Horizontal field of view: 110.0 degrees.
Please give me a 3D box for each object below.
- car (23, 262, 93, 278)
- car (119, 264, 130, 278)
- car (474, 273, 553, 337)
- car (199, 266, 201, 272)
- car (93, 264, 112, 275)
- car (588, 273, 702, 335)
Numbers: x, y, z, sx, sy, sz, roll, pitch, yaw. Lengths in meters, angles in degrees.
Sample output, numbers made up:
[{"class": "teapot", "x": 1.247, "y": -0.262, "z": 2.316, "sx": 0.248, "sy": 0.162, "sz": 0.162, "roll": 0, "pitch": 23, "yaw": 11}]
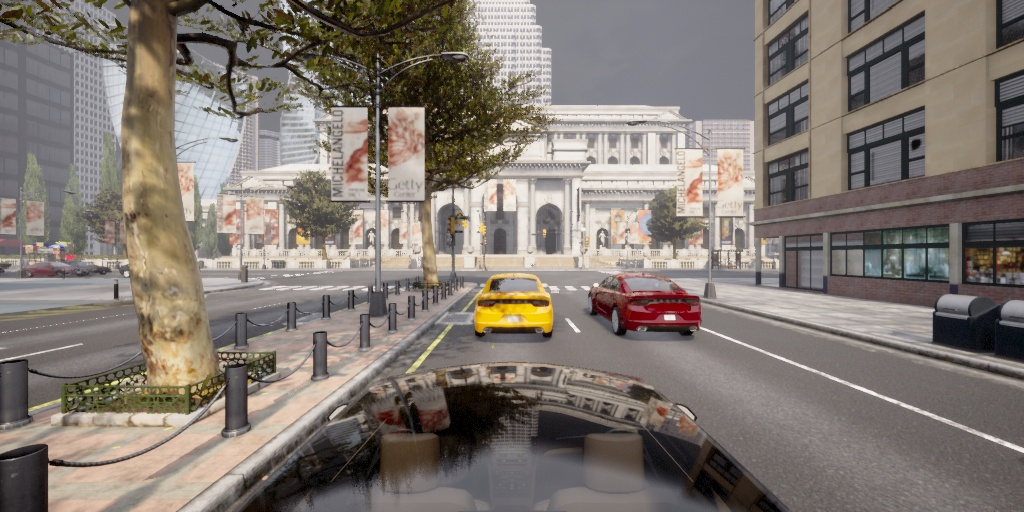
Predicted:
[{"class": "car", "x": -43.381, "y": 1.276, "z": 33.967, "sx": 4.674, "sy": 1.442, "sz": 1.812, "roll": 0, "pitch": 0, "yaw": -1}, {"class": "car", "x": -34.182, "y": 1.255, "z": 34.000, "sx": 4.892, "sy": 1.490, "sz": 1.837, "roll": 0, "pitch": 0, "yaw": 0}, {"class": "car", "x": 0.055, "y": 1.228, "z": 10.338, "sx": 1.882, "sy": 1.535, "sz": 5.008, "roll": 0, "pitch": 0, "yaw": 0}, {"class": "car", "x": -35.480, "y": 1.228, "z": 37.499, "sx": 5.008, "sy": 1.535, "sz": 1.882, "roll": 0, "pitch": 0, "yaw": 0}, {"class": "car", "x": -45.304, "y": 1.297, "z": 37.460, "sx": 5.357, "sy": 1.411, "sz": 2.033, "roll": 0, "pitch": 0, "yaw": 0}, {"class": "car", "x": 3.557, "y": 1.228, "z": 10.517, "sx": 1.882, "sy": 1.535, "sz": 5.008, "roll": 0, "pitch": 0, "yaw": 0}]
